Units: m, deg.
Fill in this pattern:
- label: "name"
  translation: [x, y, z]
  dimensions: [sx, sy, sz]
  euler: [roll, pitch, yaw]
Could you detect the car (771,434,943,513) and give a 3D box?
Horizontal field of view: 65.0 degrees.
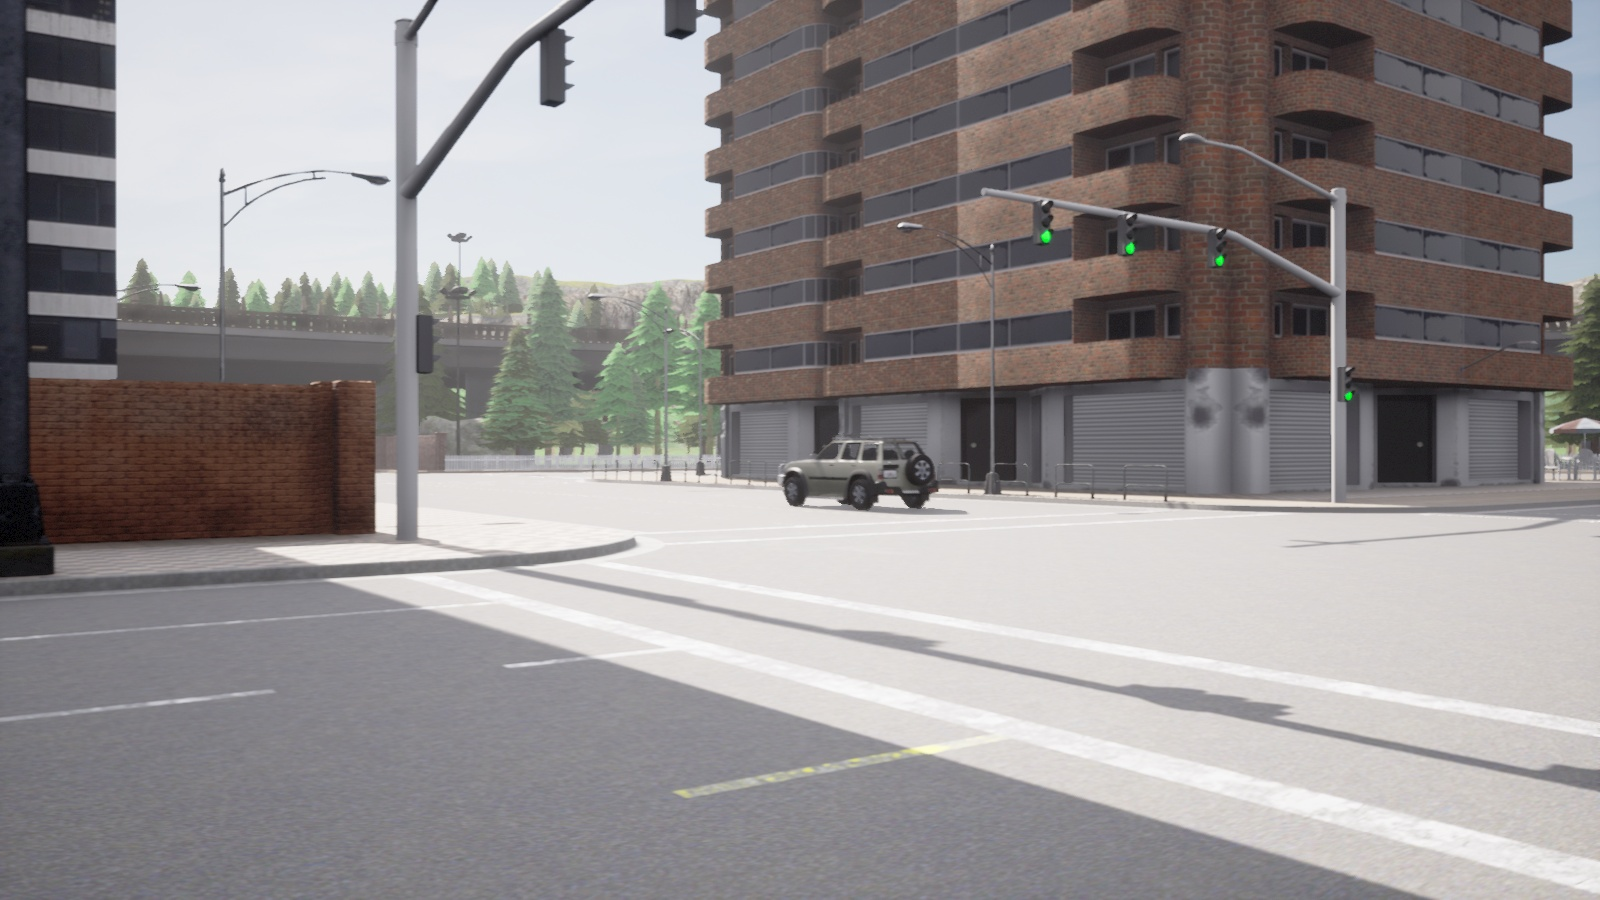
- label: "car"
  translation: [1.356, 0.543, 31.942]
  dimensions: [1.932, 1.855, 4.605]
  euler: [0, 0, -35]
